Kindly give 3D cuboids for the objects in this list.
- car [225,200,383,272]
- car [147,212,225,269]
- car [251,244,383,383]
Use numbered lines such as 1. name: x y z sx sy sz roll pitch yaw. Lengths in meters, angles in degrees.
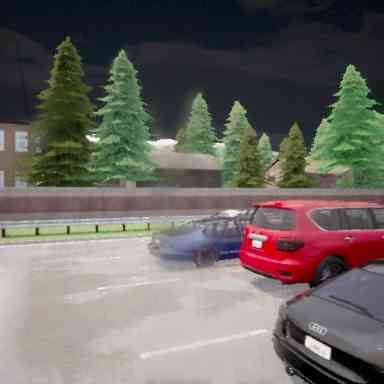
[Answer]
1. car: 3.867 1.224 8.408 5.566 2.045 2.150 0 0 -24
2. car: 1.251 1.549 11.070 5.357 1.411 2.033 0 0 -24
3. car: 3.114 1.564 4.232 4.181 1.385 1.994 0 0 -24
